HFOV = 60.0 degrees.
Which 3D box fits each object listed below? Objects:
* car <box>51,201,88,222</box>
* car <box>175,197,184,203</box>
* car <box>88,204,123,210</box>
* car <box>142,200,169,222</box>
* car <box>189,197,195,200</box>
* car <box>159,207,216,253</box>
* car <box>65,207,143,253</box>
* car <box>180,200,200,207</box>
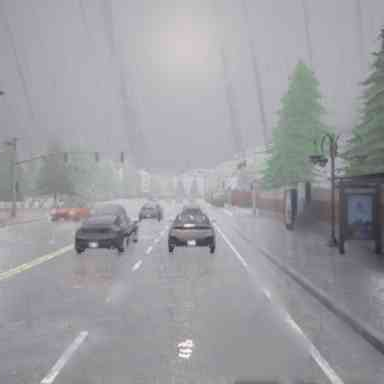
[{"bbox_3d":[-10.516,1.628,29.133,2.097,1.767,4.553,0,0,0],"label":"car"},{"bbox_3d":[-3.546,2.325,90.495,2.033,1.411,5.357,0,-1,0],"label":"car"},{"bbox_3d":[-7.019,1.753,28.731,1.882,1.535,5.008,0,-1,0],"label":"car"},{"bbox_3d":[-3.509,1.772,29.303,2.128,1.511,4.902,0,0,0],"label":"car"},{"bbox_3d":[-0.046,2.347,90.783,1.994,1.385,4.181,0,-1,0],"label":"car"},{"bbox_3d":[-0.001,1.630,14.290,2.128,1.511,4.902,0,0,0],"label":"car"},{"bbox_3d":[-3.501,1.645,14.307,1.837,1.490,4.892,0,0,0],"label":"car"},{"bbox_3d":[-0.009,1.787,29.307,1.837,1.490,4.892,0,0,0],"label":"car"}]
